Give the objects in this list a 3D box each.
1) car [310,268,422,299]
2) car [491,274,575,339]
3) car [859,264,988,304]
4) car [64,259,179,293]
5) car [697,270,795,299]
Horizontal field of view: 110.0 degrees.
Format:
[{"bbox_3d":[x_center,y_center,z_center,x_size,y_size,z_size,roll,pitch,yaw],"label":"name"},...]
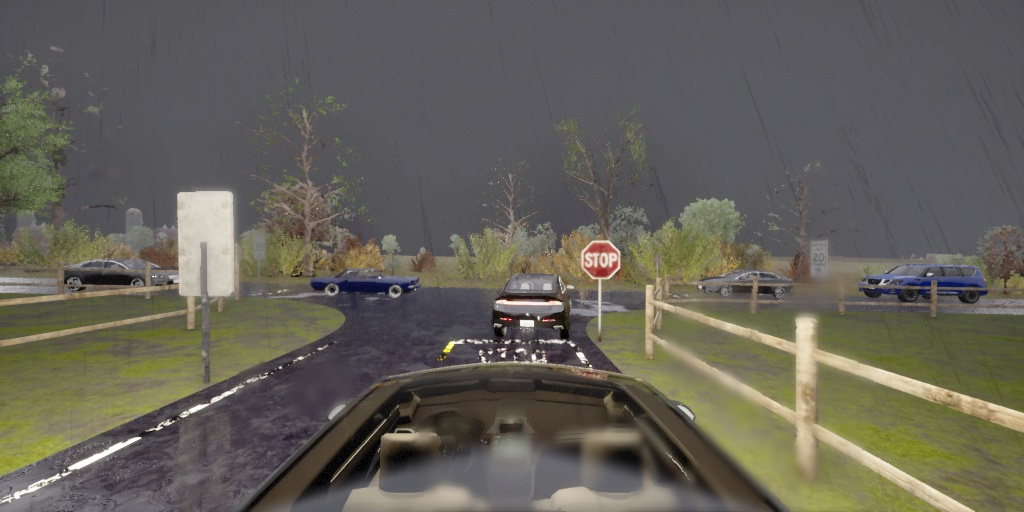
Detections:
[{"bbox_3d":[-6.819,1.249,17.159,4.718,1.301,1.895,1,1,0],"label":"car"},{"bbox_3d":[0.708,1.240,10.126,2.128,1.511,4.902,0,0,9],"label":"car"},{"bbox_3d":[22.903,1.467,20.069,5.566,2.045,2.150,1,1,0],"label":"car"},{"bbox_3d":[-18.487,0.885,17.178,4.902,1.511,2.128,1,1,0],"label":"car"},{"bbox_3d":[13.007,1.526,20.082,4.902,1.511,2.128,1,1,0],"label":"car"}]
